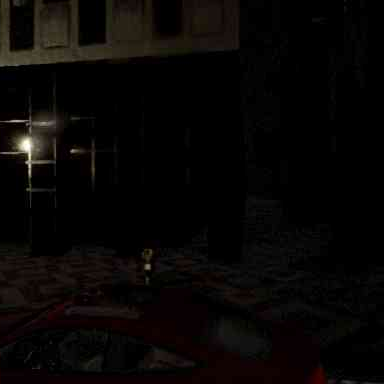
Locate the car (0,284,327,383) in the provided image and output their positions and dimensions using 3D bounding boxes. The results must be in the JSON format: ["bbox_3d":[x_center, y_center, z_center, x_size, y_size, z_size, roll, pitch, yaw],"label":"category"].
[{"bbox_3d":[-0.926,1.593,3.123,4.206,1.307,1.802,0,0,9],"label":"car"}]
